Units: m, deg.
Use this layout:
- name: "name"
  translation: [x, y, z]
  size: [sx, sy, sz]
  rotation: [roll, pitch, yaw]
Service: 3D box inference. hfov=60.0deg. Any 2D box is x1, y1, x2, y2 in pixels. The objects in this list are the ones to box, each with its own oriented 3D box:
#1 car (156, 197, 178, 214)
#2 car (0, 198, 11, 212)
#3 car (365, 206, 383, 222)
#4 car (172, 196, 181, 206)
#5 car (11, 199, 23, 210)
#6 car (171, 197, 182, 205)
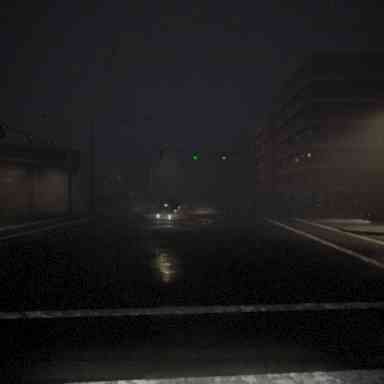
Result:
- name: "car"
  translation: [-3.019, 1.678, 38.342]
  size: [2.033, 1.411, 5.357]
  rotation: [0, 0, 0]
- name: "car"
  translation: [-23.205, 1.419, 36.837]
  size: [4.611, 1.667, 2.242]
  rotation: [0, 0, 1]
- name: "car"
  translation: [16.295, 1.656, 26.796]
  size: [4.181, 1.385, 1.994]
  rotation: [0, 0, 1]
- name: "car"
  translation: [-3.055, 1.640, 47.919]
  size: [1.882, 1.535, 5.008]
  rotation: [0, 0, 0]
- name: "car"
  translation: [-23.905, 1.600, 42.589]
  size: [3.806, 1.475, 1.970]
  rotation: [0, 0, 1]
- name: "car"
  translation: [-3.105, 1.779, 68.269]
  size: [2.033, 1.411, 5.357]
  rotation: [0, 0, 0]
